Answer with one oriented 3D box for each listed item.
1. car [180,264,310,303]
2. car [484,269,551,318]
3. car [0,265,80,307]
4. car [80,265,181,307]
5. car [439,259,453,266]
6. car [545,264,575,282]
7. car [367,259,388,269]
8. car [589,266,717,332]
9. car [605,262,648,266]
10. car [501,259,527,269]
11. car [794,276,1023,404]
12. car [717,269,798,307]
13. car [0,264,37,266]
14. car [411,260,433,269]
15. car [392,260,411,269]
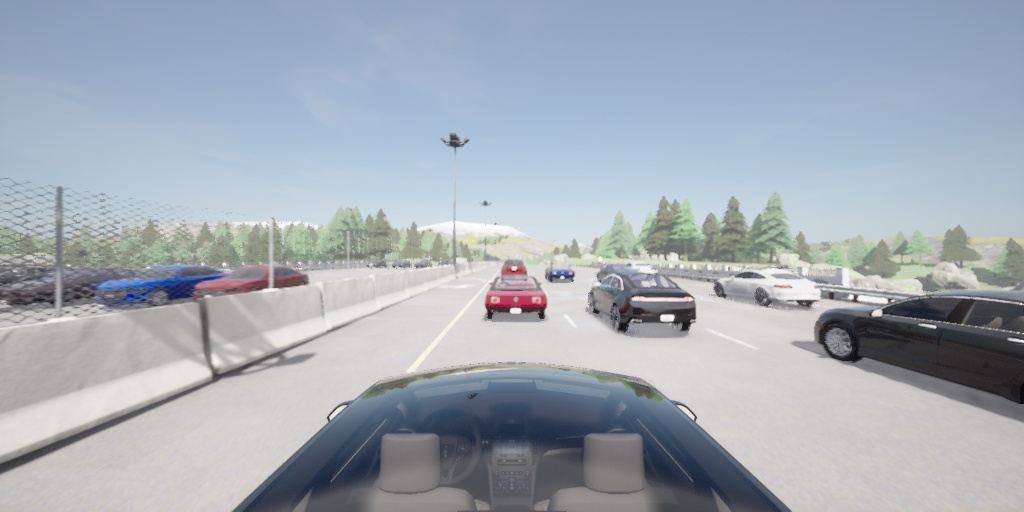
[{"bbox_3d":[-10.572,1.142,15.038,1.882,1.535,5.008,0,0,0],"label":"car"},{"bbox_3d":[0.122,1.311,12.721,1.895,1.301,4.718,0,0,0],"label":"car"},{"bbox_3d":[-17.572,1.187,15.038,2.033,1.411,5.357,0,0,0],"label":"car"},{"bbox_3d":[-14.071,1.130,15.031,1.882,1.535,5.008,0,0,0],"label":"car"},{"bbox_3d":[-10.415,1.255,57.163,1.837,1.490,4.892,0,0,1],"label":"car"},{"bbox_3d":[3.658,1.266,28.163,1.895,1.301,4.718,0,0,0],"label":"car"},{"bbox_3d":[-20.925,1.185,55.765,2.128,1.511,4.902,0,-1,1],"label":"car"},{"bbox_3d":[3.615,1.221,10.745,2.128,1.511,4.902,0,0,0],"label":"car"},{"bbox_3d":[7.150,1.238,24.579,2.033,1.411,5.357,0,0,0],"label":"car"},{"bbox_3d":[0.162,1.001,29.651,2.097,1.767,4.553,0,0,0],"label":"car"},{"bbox_3d":[7.096,1.268,5.336,1.837,1.490,4.892,0,1,0],"label":"car"},{"bbox_3d":[10.614,1.262,15.276,1.812,1.442,4.674,0,0,0],"label":"car"},{"bbox_3d":[-21.070,1.119,15.066,2.128,1.511,4.902,0,0,0],"label":"car"},{"bbox_3d":[-13.908,1.283,57.135,2.033,1.411,5.357,0,-1,1],"label":"car"},{"bbox_3d":[-17.407,1.270,57.143,2.033,1.411,5.357,0,-1,1],"label":"car"}]
